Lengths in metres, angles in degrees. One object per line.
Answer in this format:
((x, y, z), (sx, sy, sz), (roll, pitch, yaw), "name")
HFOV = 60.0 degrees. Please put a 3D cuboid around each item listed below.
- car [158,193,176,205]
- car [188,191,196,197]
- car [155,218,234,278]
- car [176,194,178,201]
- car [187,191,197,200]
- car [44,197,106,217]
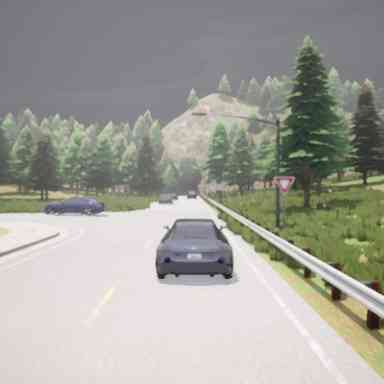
((-3.600, 1.001, 46.291), (1.837, 1.490, 4.892), (0, 1, 0), "car")
((-0.026, 0.449, 78.843), (1.882, 1.535, 5.008), (0, 1, 0), "car")
((0.072, 1.456, 9.806), (1.994, 1.385, 4.181), (0, 1, 0), "car")
((-3.554, 0.873, 62.108), (2.033, 1.411, 5.357), (0, 1, 1), "car")
((-0.023, 0.733, 68.467), (1.882, 1.535, 5.008), (0, 1, 0), "car")
((-9.113, 1.114, 25.968), (4.674, 1.442, 1.812), (1, 0, 4), "car")
